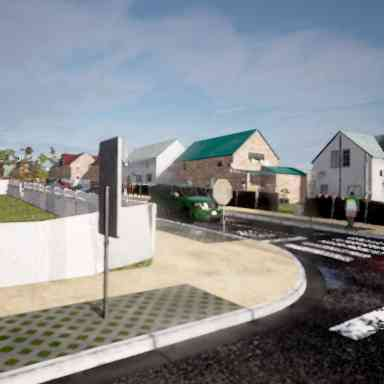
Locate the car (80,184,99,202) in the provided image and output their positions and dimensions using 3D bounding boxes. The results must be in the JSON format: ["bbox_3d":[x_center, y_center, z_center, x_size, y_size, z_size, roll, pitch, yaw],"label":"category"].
[{"bbox_3d":[-8.170,0.222,30.099,1.837,1.490,4.892,1,3,-35],"label":"car"}]

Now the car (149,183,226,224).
[{"bbox_3d":[-0.441,0.575,19.154,2.150,2.045,5.566,1,2,-35],"label":"car"}]

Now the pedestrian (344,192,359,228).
[{"bbox_3d":[8.169,0.895,17.122,0.375,1.860,0.375,4,-2,-35],"label":"pedestrian"}]

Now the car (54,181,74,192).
[{"bbox_3d":[-20.067,-0.887,51.872,1.812,1.442,4.674,1,2,-35],"label":"car"}]

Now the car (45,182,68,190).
[{"bbox_3d":[-18.585,-0.596,44.977,2.033,1.411,5.357,1,2,-35],"label":"car"}]

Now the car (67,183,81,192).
[{"bbox_3d":[-14.468,-0.407,44.032,2.033,1.411,5.357,1,2,-35],"label":"car"}]
